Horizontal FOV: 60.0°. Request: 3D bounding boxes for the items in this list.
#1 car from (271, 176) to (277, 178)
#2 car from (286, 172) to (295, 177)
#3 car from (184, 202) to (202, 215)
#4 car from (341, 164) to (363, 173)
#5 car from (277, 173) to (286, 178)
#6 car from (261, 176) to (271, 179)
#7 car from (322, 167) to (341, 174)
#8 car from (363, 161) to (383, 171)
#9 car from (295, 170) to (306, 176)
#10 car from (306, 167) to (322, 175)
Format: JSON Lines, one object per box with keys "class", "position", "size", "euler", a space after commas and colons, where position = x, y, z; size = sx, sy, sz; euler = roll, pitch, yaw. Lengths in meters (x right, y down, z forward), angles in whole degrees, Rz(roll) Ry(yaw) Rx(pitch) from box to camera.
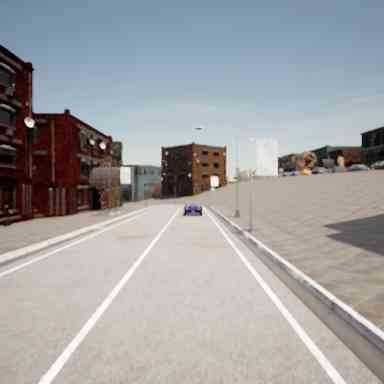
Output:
{"class": "car", "position": [21.786, -3.813, 81.530], "size": [2.231, 1.521, 4.892], "euler": [0, 1, -1]}
{"class": "car", "position": [22.141, -3.630, 70.469], "size": [2.002, 1.452, 4.674], "euler": [0, 1, -2]}
{"class": "car", "position": [0.124, 1.694, 35.636], "size": [1.895, 1.301, 4.718], "euler": [0, 0, 0]}
{"class": "car", "position": [24.269, -3.286, 48.260], "size": [2.002, 1.452, 4.674], "euler": [0, 1, -7]}
{"class": "car", "position": [21.911, -3.750, 76.012], "size": [2.231, 1.521, 4.892], "euler": [0, 1, -1]}
{"class": "car", "position": [21.555, -4.038, 92.467], "size": [2.185, 1.767, 4.553], "euler": [0, 0, -1]}
{"class": "car", "position": [23.570, -3.381, 53.734], "size": [2.163, 1.488, 4.792], "euler": [0, 1, -6]}
{"class": "car", "position": [25.071, -3.240, 42.898], "size": [2.231, 1.521, 4.892], "euler": [0, 1, -8]}
{"class": "car", "position": [22.489, -3.585, 64.932], "size": [2.097, 1.535, 5.008], "euler": [0, 1, -4]}
{"class": "car", "position": [22.954, -3.625, 59.426], "size": [2.185, 1.767, 4.553], "euler": [0, 1, -5]}
